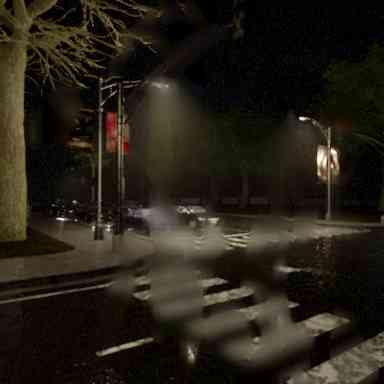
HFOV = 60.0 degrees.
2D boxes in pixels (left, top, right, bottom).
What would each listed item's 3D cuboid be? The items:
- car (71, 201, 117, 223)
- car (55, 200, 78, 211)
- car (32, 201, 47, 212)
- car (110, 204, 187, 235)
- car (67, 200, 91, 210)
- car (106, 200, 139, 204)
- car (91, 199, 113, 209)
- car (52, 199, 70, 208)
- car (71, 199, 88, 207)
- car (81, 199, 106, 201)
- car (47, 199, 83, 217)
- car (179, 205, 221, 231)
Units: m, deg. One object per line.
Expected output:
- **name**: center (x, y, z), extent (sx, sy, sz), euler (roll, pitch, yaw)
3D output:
- **car**: center (-8.228, 1.734, 27.704), extent (1.994, 1.385, 4.181), euler (1, -1, -36)
- **car**: center (-17.342, 1.852, 45.890), extent (1.812, 1.442, 4.674), euler (1, -1, -36)
- **car**: center (-19.277, 1.852, 43.012), extent (1.994, 1.385, 4.181), euler (1, -1, -35)
- **car**: center (-2.807, 1.672, 20.220), extent (2.033, 1.411, 5.357), euler (1, -1, -36)
- **car**: center (-17.888, 1.952, 52.454), extent (2.033, 1.411, 5.357), euler (1, -1, -36)
- **car**: center (-5.538, 1.552, 29.536), extent (2.097, 1.767, 4.553), euler (1, -1, -36)
- **car**: center (-14.505, 1.929, 53.320), extent (1.837, 1.490, 4.892), euler (1, -1, -36)
- **car**: center (-23.906, 2.005, 60.757), extent (1.837, 1.490, 4.892), euler (1, -1, -36)
- **car**: center (-21.247, 2.056, 62.611), extent (1.812, 1.442, 4.674), euler (1, -1, -35)
- **car**: center (-11.434, 1.820, 37.676), extent (1.994, 1.385, 4.181), euler (1, -1, -36)
- **car**: center (-13.420, 1.724, 34.876), extent (1.837, 1.490, 4.892), euler (1, -1, -36)
- **car**: center (-0.128, 1.646, 22.087), extent (2.128, 1.511, 4.902), euler (1, -1, -36)
